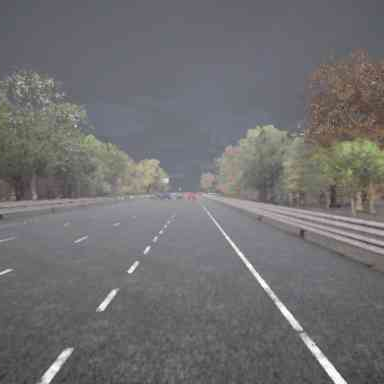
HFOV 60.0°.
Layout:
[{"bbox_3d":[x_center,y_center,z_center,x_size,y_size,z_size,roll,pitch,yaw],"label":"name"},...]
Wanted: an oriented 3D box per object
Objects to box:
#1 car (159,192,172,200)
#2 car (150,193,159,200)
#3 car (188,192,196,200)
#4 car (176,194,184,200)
[{"bbox_3d":[-6.991,1.085,91.069,2.150,2.045,5.566,0,0,0],"label":"car"},{"bbox_3d":[-10.491,1.400,91.038,2.033,1.411,5.357,0,0,0],"label":"car"},{"bbox_3d":[0.009,1.085,91.067,2.150,2.045,5.566,0,0,0],"label":"car"},{"bbox_3d":[-3.491,1.384,91.453,1.812,1.442,4.674,0,0,0],"label":"car"}]
